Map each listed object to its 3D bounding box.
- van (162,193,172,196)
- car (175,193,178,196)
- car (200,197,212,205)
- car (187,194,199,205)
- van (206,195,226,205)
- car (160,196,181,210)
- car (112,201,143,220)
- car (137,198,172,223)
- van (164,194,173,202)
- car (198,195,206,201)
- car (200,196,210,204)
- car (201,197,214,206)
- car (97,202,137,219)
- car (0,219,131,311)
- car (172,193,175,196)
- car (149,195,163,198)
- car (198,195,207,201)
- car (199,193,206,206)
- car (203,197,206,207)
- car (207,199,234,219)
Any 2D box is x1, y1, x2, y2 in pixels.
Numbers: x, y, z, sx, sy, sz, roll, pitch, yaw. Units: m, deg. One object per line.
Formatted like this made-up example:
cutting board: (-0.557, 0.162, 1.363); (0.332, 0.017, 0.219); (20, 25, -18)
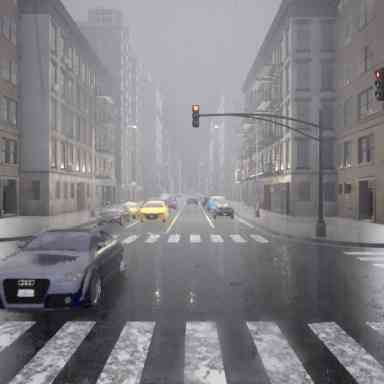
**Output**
van: (-5.472, 1.336, 66.681); (1.690, 1.788, 3.998); (0, 0, 0)
car: (-5.506, 1.545, 88.307); (2.008, 1.369, 4.403); (0, 0, 0)
car: (2.609, 1.546, 61.282); (2.008, 1.369, 4.403); (0, 0, 0)
car: (0.063, 1.500, 57.005); (1.837, 1.490, 4.892); (0, 0, 0)
van: (2.619, 1.338, 34.251); (1.690, 1.788, 3.998); (0, 0, 0)
car: (-2.880, 1.544, 43.459); (2.033, 1.411, 5.357); (0, 0, -1)
car: (-5.414, 1.523, 28.668); (1.752, 1.417, 4.829); (0, 0, 0)
car: (-2.866, 1.475, 25.975); (1.882, 1.535, 5.008); (0, 0, 0)
van: (-5.489, 1.336, 77.494); (1.690, 1.788, 3.998); (0, 0, 0)
car: (2.599, 1.560, 88.313); (1.947, 1.339, 4.313); (0, 0, 0)
car: (2.607, 1.521, 66.857); (1.752, 1.417, 4.829); (0, 0, 0)
car: (2.611, 1.561, 55.876); (1.947, 1.339, 4.313); (0, 0, 0)
car: (-5.405, 1.549, 23.432); (2.008, 1.369, 4.403); (0, 0, 0)
car: (-2.854, 1.551, 7.712); (1.994, 1.385, 4.181); (0, 0, 0)
car: (-5.480, 1.310, 72.087); (2.192, 1.841, 5.009); (0, 0, 0)
car: (-5.439, 1.436, 45.057); (1.967, 1.590, 4.097); (0, 0, 0)
car: (2.601, 1.539, 82.907); (1.887, 1.381, 4.507); (0, 0, 0)
car: (2.613, 1.311, 50.469); (2.192, 1.841, 5.009); (0, 0, 0)
car: (2.617, 1.578, 39.657); (1.802, 1.307, 4.206); (0, 0, 0)
car: (2.621, 1.548, 28.844); (2.008, 1.369, 4.403); (0, 0, 0)
